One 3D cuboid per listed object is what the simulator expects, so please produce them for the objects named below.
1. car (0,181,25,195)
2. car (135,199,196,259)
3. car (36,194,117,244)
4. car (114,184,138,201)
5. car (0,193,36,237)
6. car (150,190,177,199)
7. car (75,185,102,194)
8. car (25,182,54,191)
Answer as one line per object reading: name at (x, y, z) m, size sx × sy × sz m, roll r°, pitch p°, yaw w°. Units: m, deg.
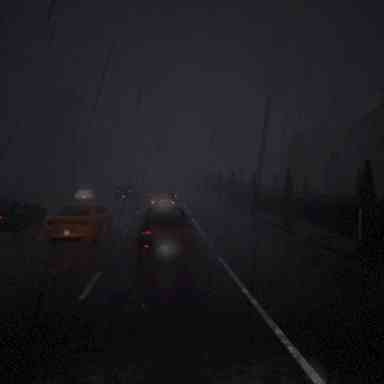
car at (-21.172, -0.514, 39.258) m, size 1.837 × 1.490 × 4.892 m, roll 0°, pitch 4°, yaw -5°
car at (-0.934, 1.288, 11.828) m, size 2.128 × 1.511 × 4.902 m, roll 0°, pitch 3°, yaw -5°
car at (-4.656, 1.153, 14.280) m, size 1.882 × 1.535 × 5.008 m, roll 0°, pitch 3°, yaw -5°
car at (-6.250, 0.011, 31.780) m, size 2.128 × 1.511 × 4.902 m, roll 0°, pitch 4°, yaw -5°
car at (-8.271, 1.094, 15.506) m, size 2.128 × 1.511 × 4.902 m, roll 0°, pitch 3°, yaw -6°
car at (-2.100, 0.582, 24.286) m, size 2.033 × 1.411 × 5.357 m, roll 0°, pitch 4°, yaw -5°
car at (-9.735, 0.059, 31.466) m, size 1.812 × 1.442 × 4.674 m, roll 0°, pitch 4°, yaw -5°
car at (-17.680, -0.463, 39.506) m, size 1.994 × 1.385 × 4.181 m, roll 0°, pitch 4°, yaw -5°
